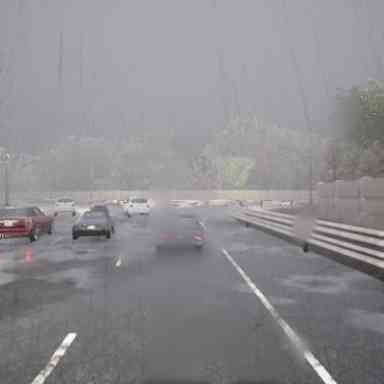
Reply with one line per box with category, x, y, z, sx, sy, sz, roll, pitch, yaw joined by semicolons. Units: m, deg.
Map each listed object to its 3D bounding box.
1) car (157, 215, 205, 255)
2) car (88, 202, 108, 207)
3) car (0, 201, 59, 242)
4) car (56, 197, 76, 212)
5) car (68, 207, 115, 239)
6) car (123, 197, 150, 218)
car;-0.479;1.681;13.975;2.033;1.411;5.357;0;-1;-2
car;-10.369;1.866;36.856;1.837;1.490;4.892;0;-1;-19
car;-8.723;1.527;17.359;2.097;1.767;4.553;0;-1;-10
car;-14.498;1.599;37.900;2.150;2.045;5.566;0;-1;-22
car;-5.380;1.747;18.534;1.994;1.385;4.181;0;-1;-10
car;-5.852;1.555;34.574;2.150;2.045;5.566;0;-1;-18
